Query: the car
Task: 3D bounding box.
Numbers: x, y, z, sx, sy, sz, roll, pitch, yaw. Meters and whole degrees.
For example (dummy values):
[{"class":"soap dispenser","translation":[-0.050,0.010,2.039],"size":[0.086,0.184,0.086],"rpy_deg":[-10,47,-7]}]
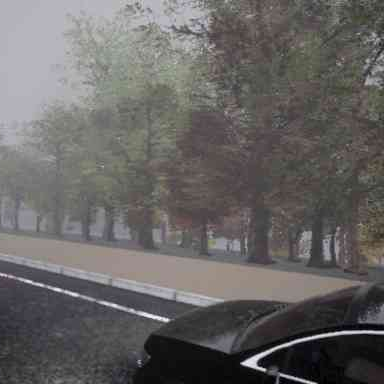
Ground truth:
[{"class":"car","translation":[1.657,1.505,2.499],"size":[4.892,1.490,1.837],"rpy_deg":[0,0,36]}]
